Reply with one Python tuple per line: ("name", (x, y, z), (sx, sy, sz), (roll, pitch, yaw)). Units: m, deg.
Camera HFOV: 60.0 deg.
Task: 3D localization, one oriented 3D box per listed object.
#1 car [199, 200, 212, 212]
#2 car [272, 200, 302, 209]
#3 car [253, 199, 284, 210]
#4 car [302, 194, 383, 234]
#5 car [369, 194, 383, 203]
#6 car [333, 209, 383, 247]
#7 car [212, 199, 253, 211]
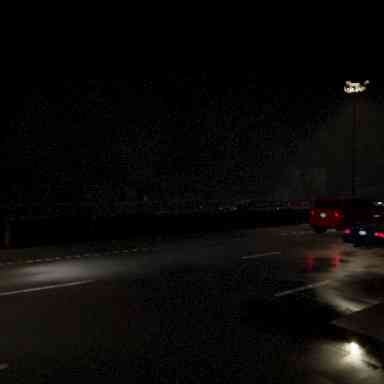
("car", (3.085, 1.566, 40.588), (4.902, 1.511, 2.128), (0, 0, -35))
("car", (10.473, 1.671, 32.963), (4.718, 1.301, 1.895), (0, 0, -35))
("car", (9.356, 1.572, 36.463), (4.892, 1.490, 1.837), (0, 0, -35))
("car", (8.973, 1.299, 18.736), (5.566, 2.045, 2.150), (0, 0, -35))
("car", (36.363, 1.211, 64.216), (4.674, 1.442, 1.812), (-1, 1, -36))
("car", (8.551, 1.619, 14.149), (5.357, 1.411, 2.033), (0, 0, -36))
("car", (5.120, 1.566, 37.741), (4.902, 1.511, 2.128), (0, 0, -35))
